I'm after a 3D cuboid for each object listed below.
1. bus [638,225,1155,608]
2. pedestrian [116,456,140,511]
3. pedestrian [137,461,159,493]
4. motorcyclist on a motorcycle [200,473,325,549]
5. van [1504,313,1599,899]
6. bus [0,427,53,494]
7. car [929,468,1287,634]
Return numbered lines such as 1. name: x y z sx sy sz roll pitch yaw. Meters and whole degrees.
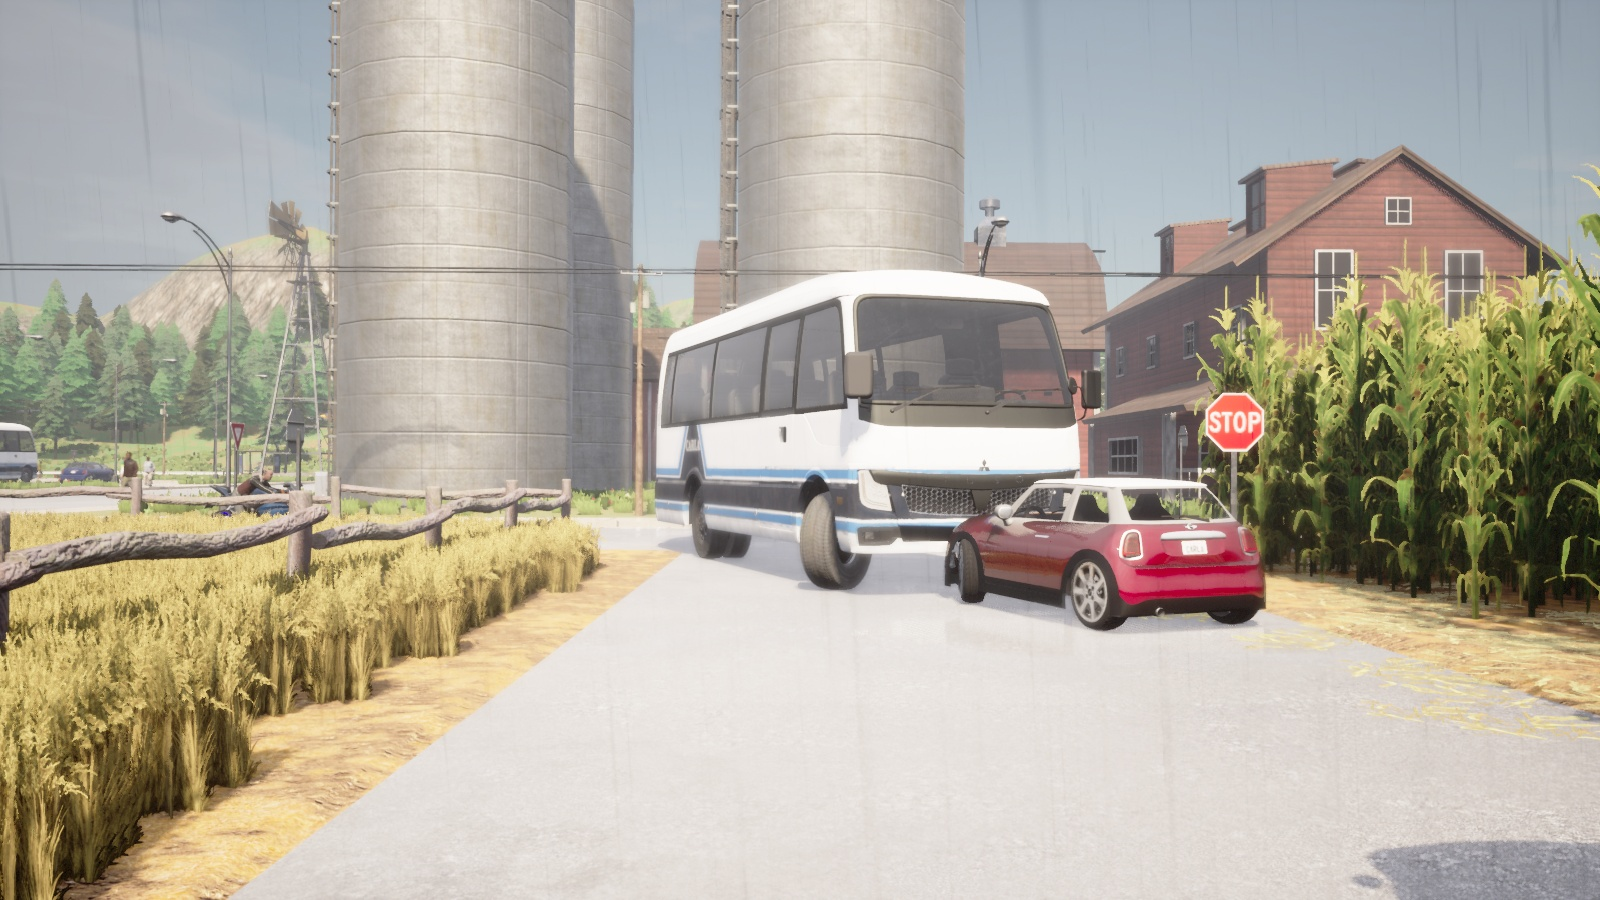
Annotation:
1. bus: 0.638 -0.302 19.418 3.944 4.253 10.273 0 -1 -21
2. pedestrian: -22.654 1.117 42.341 0.431 1.840 0.703 0 -1 3
3. pedestrian: -38.340 1.578 73.860 0.874 1.855 0.900 0 -1 -2
4. motorcyclist on a motorcycle: -11.014 1.241 25.760 2.191 1.530 0.866 0 -1 0
5. van: 3.095 0.583 1.685 1.775 1.987 4.442 0 -1 0
6. bus: -52.613 0.682 80.104 3.944 4.253 10.273 0 -1 -1
7. car: 3.163 0.967 13.735 1.970 1.475 3.806 0 0 -21
